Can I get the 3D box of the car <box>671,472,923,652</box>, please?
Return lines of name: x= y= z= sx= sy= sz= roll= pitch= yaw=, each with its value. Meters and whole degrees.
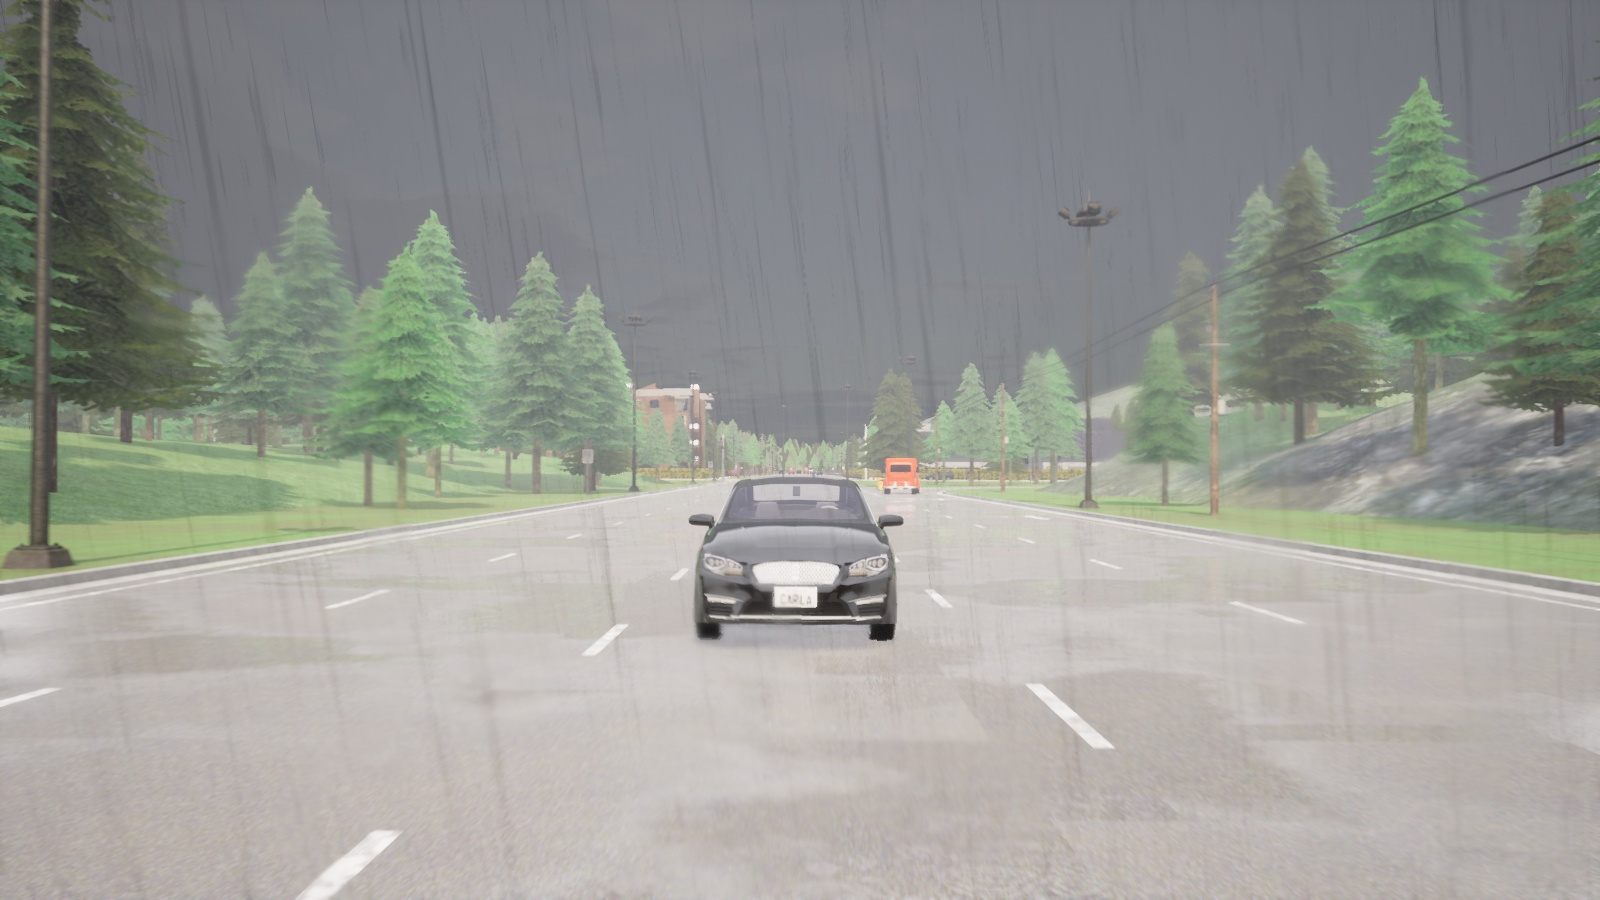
car: x=-0.031 y=0.990 z=13.116 sx=2.128 sy=1.511 sz=4.902 roll=0 pitch=-1 yaw=0

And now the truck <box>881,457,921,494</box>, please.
truck: x=6.992 y=1.756 z=86.740 sx=2.627 sy=2.467 sz=5.204 roll=-1 pitch=-1 yaw=5
